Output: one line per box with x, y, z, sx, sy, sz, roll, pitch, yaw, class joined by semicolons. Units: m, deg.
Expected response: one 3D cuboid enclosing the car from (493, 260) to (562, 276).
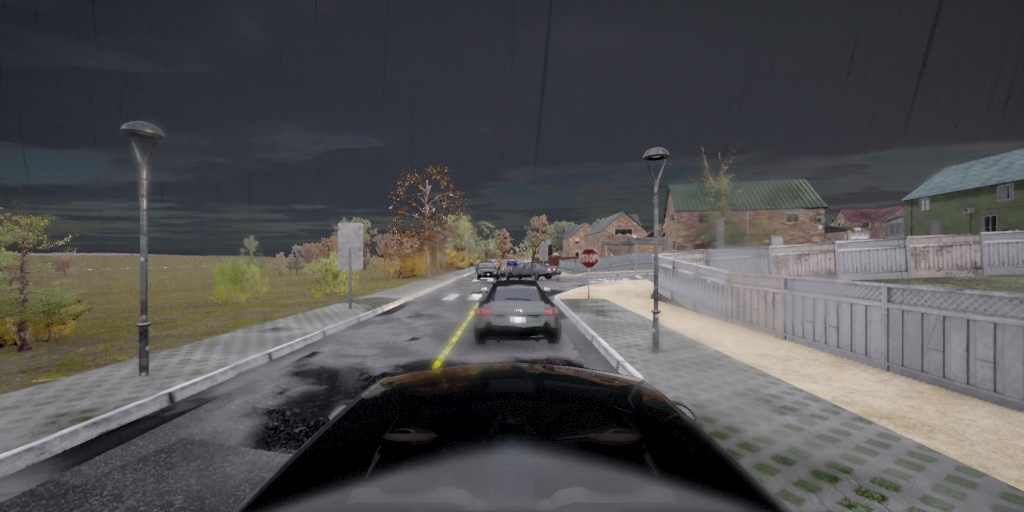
1.337;1.195;28.559;5.357;1.411;2.033;-4;-3;43;car

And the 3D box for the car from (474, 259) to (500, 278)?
-2.251;1.255;31.470;1.837;1.490;4.892;0;0;-8;car

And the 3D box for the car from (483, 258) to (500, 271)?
-2.847;1.116;51.288;2.097;1.767;4.553;0;0;1;car

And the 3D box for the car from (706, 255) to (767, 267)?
14.387;0.411;22.935;4.181;1.385;1.994;-3;0;16;car

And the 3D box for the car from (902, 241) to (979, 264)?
23.888;-0.210;20.513;4.902;1.511;2.128;-3;0;14;car

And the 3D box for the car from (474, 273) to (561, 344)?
0.102;1.312;9.544;1.994;1.385;4.181;0;0;-1;car
